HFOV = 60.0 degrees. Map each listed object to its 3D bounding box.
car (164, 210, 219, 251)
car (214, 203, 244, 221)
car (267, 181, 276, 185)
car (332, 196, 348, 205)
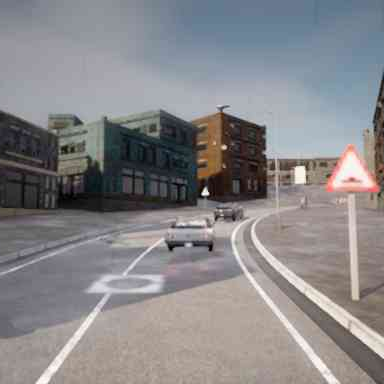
[{"bbox_3d":[0.084,1.720,14.774,1.895,1.301,4.718,-1,0,5],"label":"car"},{"bbox_3d":[3.278,1.672,29.160,2.128,1.511,4.902,-2,-1,20],"label":"car"},{"bbox_3d":[21.017,-2.141,92.758,4.553,1.767,2.185,0,-5,-2],"label":"car"},{"bbox_3d":[28.958,1.557,63.875,4.553,1.767,2.097,-1,-4,-32],"label":"car"}]
